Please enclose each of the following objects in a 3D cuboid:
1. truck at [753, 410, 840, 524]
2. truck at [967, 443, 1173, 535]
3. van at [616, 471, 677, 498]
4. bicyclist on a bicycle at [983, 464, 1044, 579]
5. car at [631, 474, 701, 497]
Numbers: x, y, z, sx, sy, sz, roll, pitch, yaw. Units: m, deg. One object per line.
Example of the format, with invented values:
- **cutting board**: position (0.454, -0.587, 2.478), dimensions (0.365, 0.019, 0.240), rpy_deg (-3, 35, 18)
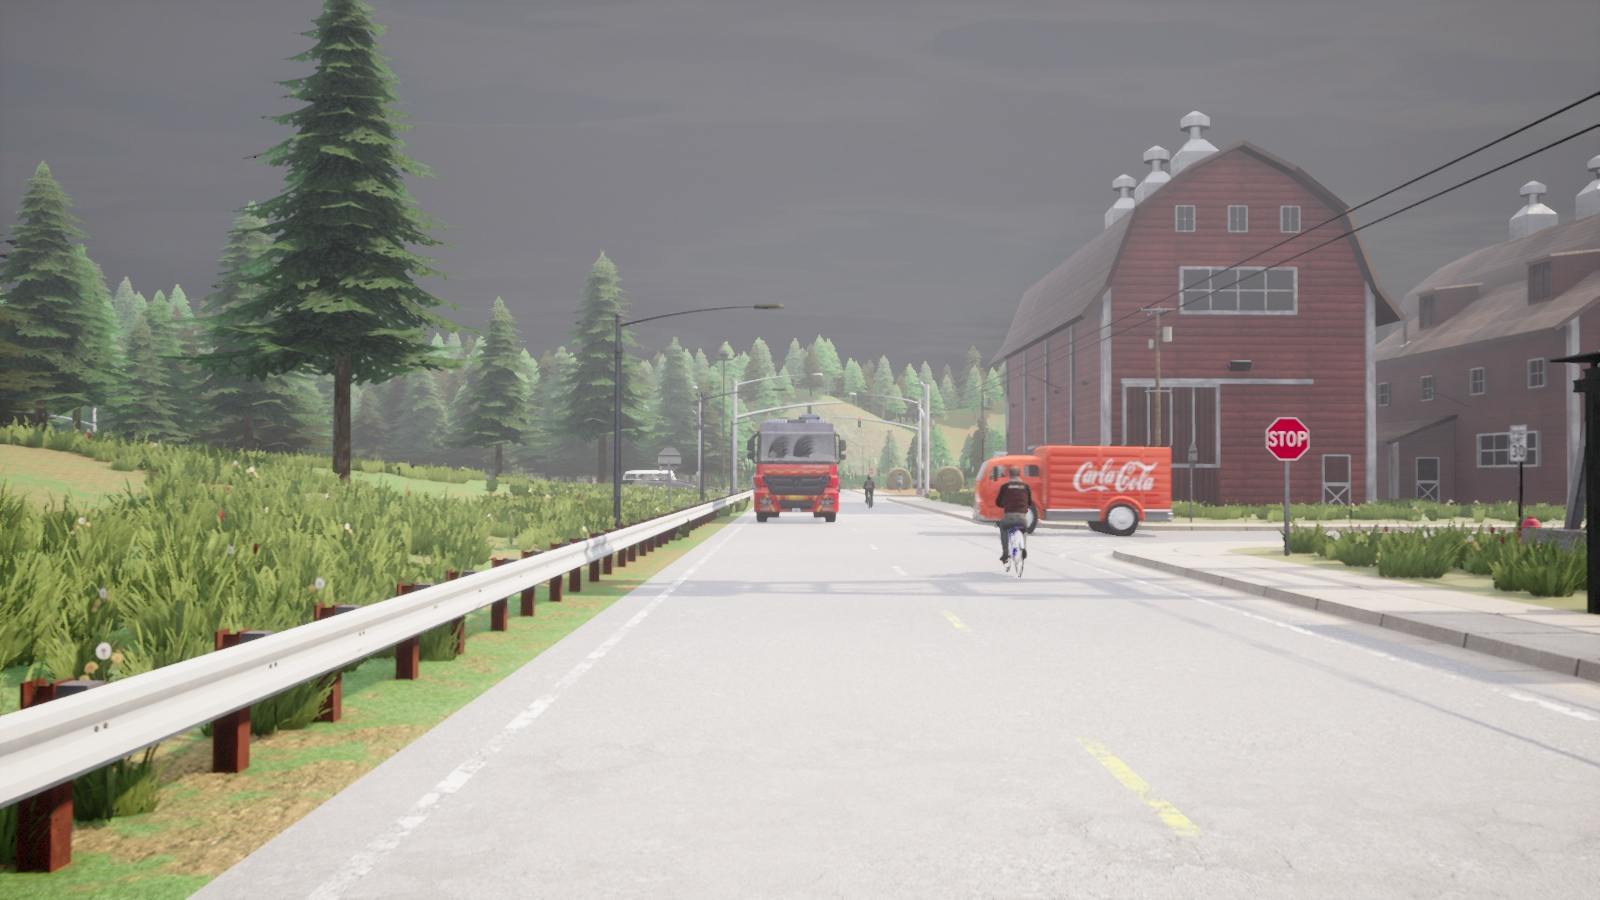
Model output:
- **truck**: position (-0.120, 0.664, 46.306), dimensions (2.891, 3.827, 8.468), rpy_deg (0, -1, 0)
- **truck**: position (7.420, 1.070, 35.017), dimensions (5.204, 2.467, 2.627), rpy_deg (0, -1, 1)
- **van**: position (-11.859, 2.682, 97.345), dimensions (4.480, 2.038, 2.069), rpy_deg (0, -1, -1)
- **bicyclist on a bicycle**: position (3.448, 1.123, 20.419), dimensions (0.659, 1.776, 1.843), rpy_deg (0, -1, 0)
- **car**: position (-9.987, 2.654, 93.882), dimensions (5.027, 1.651, 2.152), rpy_deg (0, -1, -1)
